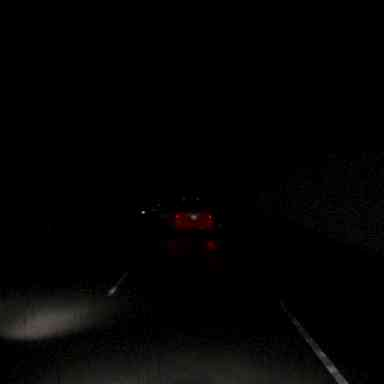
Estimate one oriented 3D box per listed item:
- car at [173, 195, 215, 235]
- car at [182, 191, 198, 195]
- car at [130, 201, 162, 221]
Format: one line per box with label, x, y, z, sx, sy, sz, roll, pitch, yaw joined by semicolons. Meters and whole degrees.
car;0.094;1.226;18.128;2.097;1.767;4.553;0;0;0
car;-0.282;0.943;40.334;2.150;2.045;5.566;0;0;-3
car;-3.409;1.389;25.337;1.994;1.385;4.181;0;0;0
